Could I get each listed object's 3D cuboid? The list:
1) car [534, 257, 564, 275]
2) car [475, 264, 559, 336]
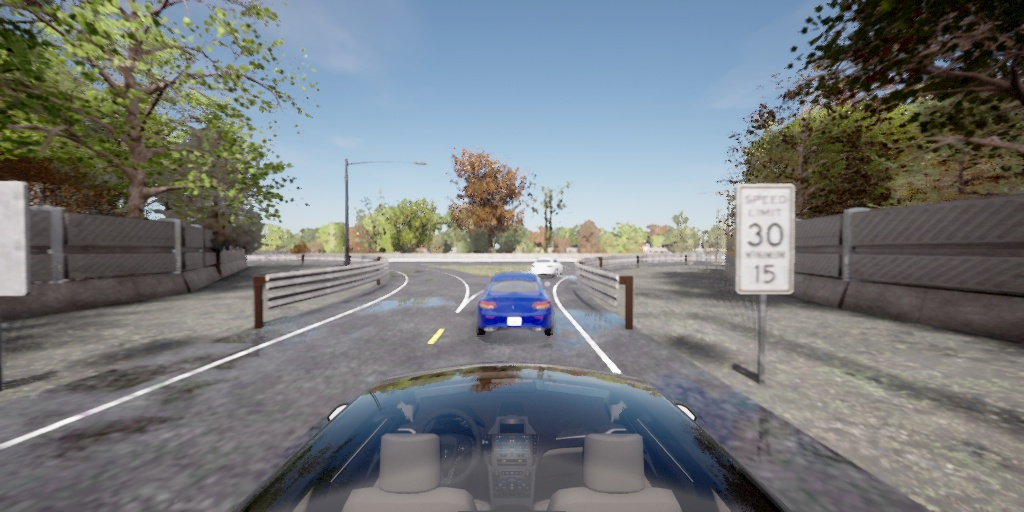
[{"bbox_3d":[2.675,0.818,27.022,1.812,1.442,4.674,0,1,17],"label":"car"},{"bbox_3d":[0.094,1.131,9.708,1.812,1.442,4.674,0,1,1],"label":"car"}]
